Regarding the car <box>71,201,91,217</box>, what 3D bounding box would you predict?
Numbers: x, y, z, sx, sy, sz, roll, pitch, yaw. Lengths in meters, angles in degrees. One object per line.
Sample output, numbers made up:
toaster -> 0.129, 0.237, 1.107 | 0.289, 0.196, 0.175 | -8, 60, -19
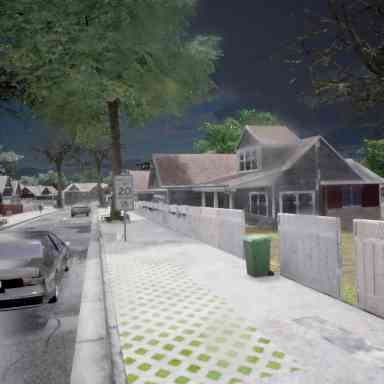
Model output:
car -> -12.730, 2.026, 38.001 | 2.128, 1.511, 4.902 | -2, -1, -16

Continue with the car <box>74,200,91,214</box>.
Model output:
car -> -15.542, 2.076, 47.497 | 2.097, 1.767, 4.553 | -2, -1, -16

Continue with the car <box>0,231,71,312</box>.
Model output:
car -> -4.103, 1.671, 8.101 | 2.033, 1.411, 5.357 | -2, 0, -16
